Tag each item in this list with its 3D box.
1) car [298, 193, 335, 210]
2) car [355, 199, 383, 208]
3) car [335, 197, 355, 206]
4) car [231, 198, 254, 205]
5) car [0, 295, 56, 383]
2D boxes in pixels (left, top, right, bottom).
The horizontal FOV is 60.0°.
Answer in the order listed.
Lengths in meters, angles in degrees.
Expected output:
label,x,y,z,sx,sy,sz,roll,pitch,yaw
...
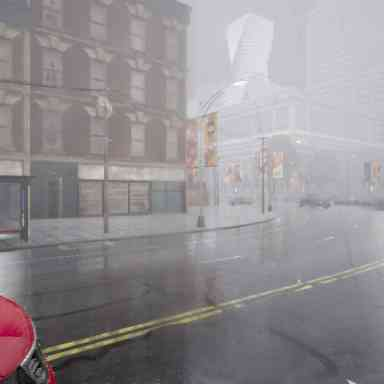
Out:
label,x,y,z,sx,sy,sz,roll,pitch,yaw
car,16.157,1.219,44.197,2.150,2.045,5.566,0,0,-8
car,26.110,1.594,47.970,1.895,1.301,4.718,0,0,-6
car,24.764,1.519,53.540,2.002,1.452,4.674,0,0,-16
car,8.679,1.600,57.406,1.895,1.301,4.718,0,0,-27
car,-3.480,1.222,1.245,5.566,2.045,2.150,0,0,-36
